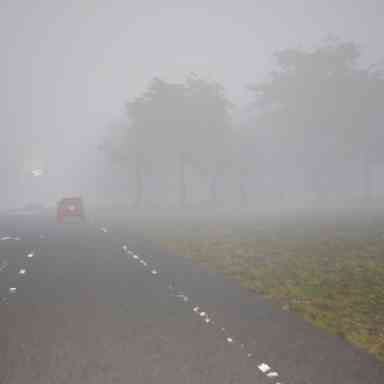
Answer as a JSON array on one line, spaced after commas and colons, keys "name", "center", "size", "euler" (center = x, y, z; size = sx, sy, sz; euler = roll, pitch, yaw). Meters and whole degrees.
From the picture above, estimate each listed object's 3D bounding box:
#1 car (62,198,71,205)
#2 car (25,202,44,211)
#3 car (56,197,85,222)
[{"name": "car", "center": [-31.973, 2.390, 84.610], "size": [1.882, 1.535, 5.008], "euler": [-1, -1, -21]}, {"name": "car", "center": [-23.958, 2.157, 50.604], "size": [1.895, 1.301, 4.718], "euler": [-1, 0, -13]}, {"name": "car", "center": [-10.680, 1.440, 29.363], "size": [2.150, 2.045, 5.566], "euler": [-1, 0, -21]}]
